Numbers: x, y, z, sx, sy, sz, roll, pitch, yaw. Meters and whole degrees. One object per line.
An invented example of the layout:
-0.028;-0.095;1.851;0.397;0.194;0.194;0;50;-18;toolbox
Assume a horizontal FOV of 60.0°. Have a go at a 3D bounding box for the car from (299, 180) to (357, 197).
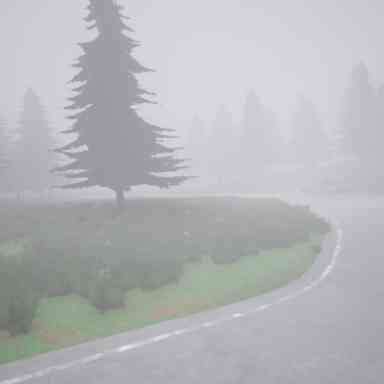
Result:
10.882;-0.322;27.134;1.895;1.301;4.718;-5;3;-18;car
